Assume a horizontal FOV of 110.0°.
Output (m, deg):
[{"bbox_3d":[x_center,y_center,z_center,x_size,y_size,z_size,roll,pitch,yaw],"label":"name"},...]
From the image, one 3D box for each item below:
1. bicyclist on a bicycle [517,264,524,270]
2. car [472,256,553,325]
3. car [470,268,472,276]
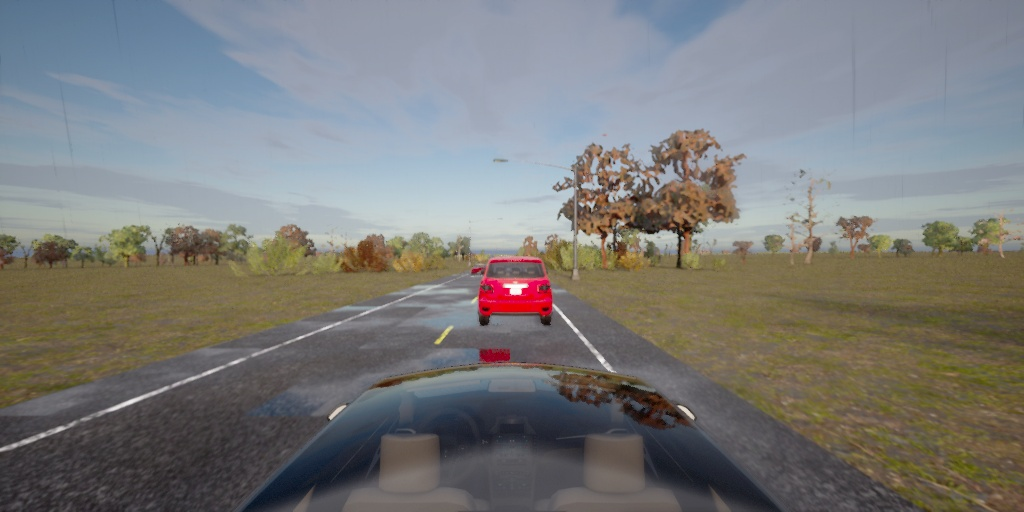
[{"bbox_3d":[0.953,1.281,37.104,0.659,1.776,1.843,0,0,0],"label":"bicyclist on a bicycle"},{"bbox_3d":[0.093,1.023,12.235,2.150,2.045,5.566,0,0,0],"label":"car"},{"bbox_3d":[-3.614,1.528,40.899,1.895,1.301,4.718,0,0,0],"label":"car"}]
